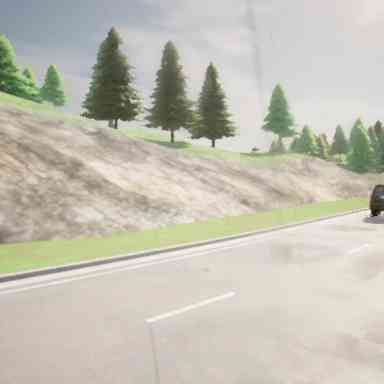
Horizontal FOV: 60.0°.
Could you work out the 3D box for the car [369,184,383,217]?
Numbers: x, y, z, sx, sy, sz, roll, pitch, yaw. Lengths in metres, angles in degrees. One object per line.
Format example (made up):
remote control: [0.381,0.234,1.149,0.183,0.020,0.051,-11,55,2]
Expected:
car: [12.963,0.460,20.893,2.150,2.045,5.566,-1,1,44]
